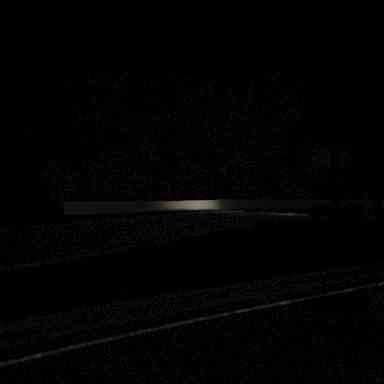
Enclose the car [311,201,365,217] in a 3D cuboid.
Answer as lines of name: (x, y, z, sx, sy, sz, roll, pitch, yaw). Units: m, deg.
car: (14.567, 1.630, 33.305, 4.902, 1.511, 2.128, 0, 0, 17)
